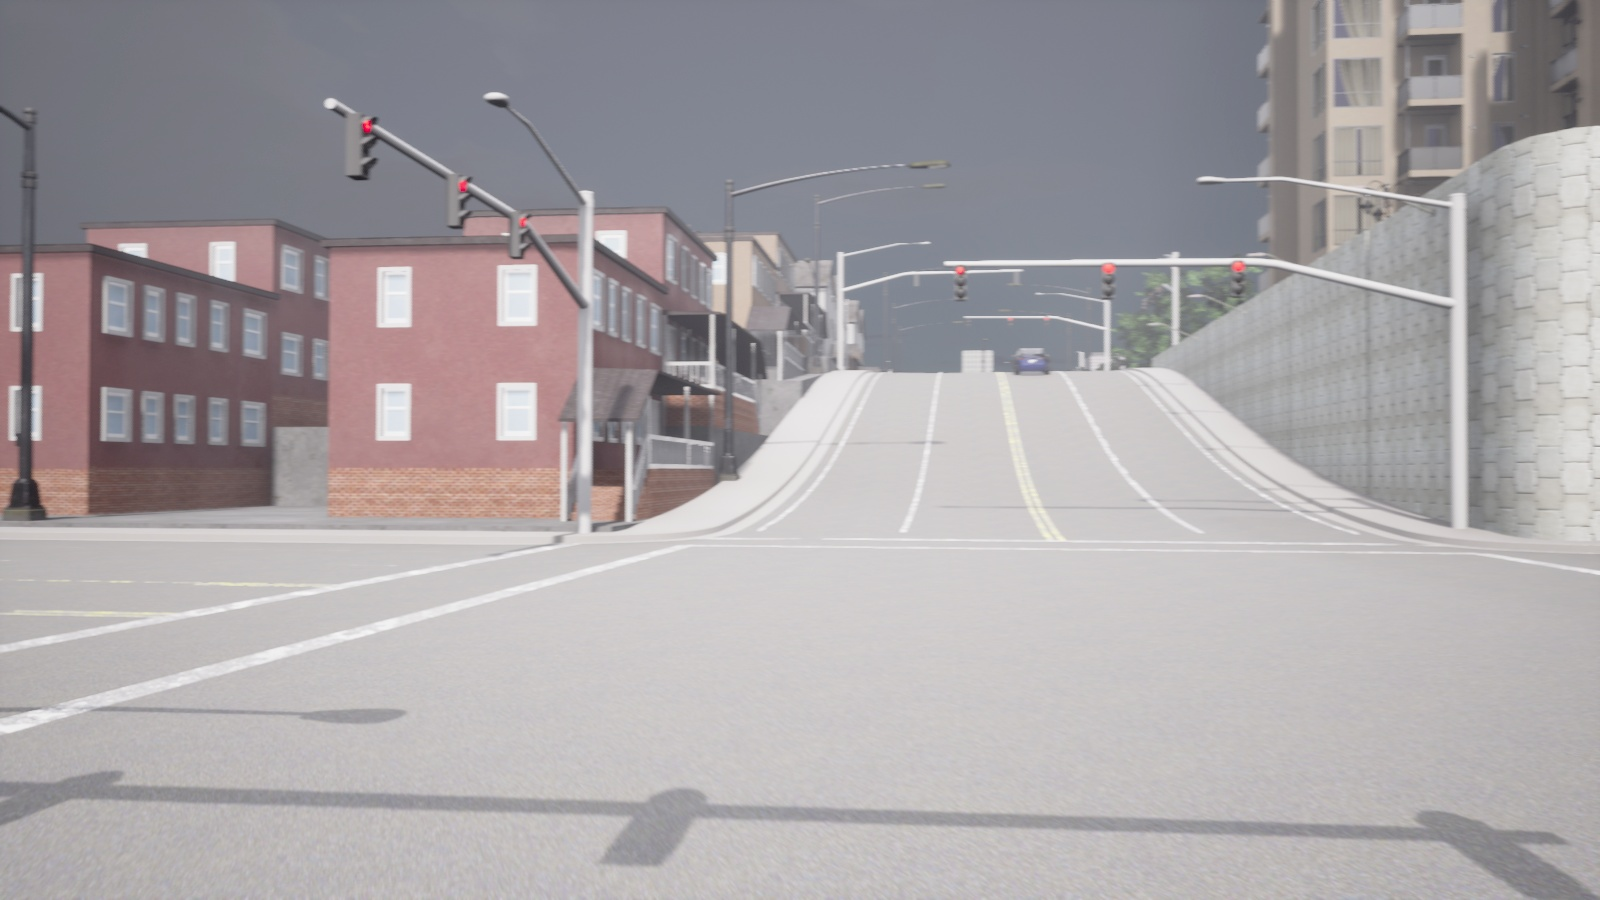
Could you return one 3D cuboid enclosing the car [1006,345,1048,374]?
[{"bbox_3d":[13.183,-5.284,73.043,2.163,1.488,4.792,0,6,7],"label":"car"}]
